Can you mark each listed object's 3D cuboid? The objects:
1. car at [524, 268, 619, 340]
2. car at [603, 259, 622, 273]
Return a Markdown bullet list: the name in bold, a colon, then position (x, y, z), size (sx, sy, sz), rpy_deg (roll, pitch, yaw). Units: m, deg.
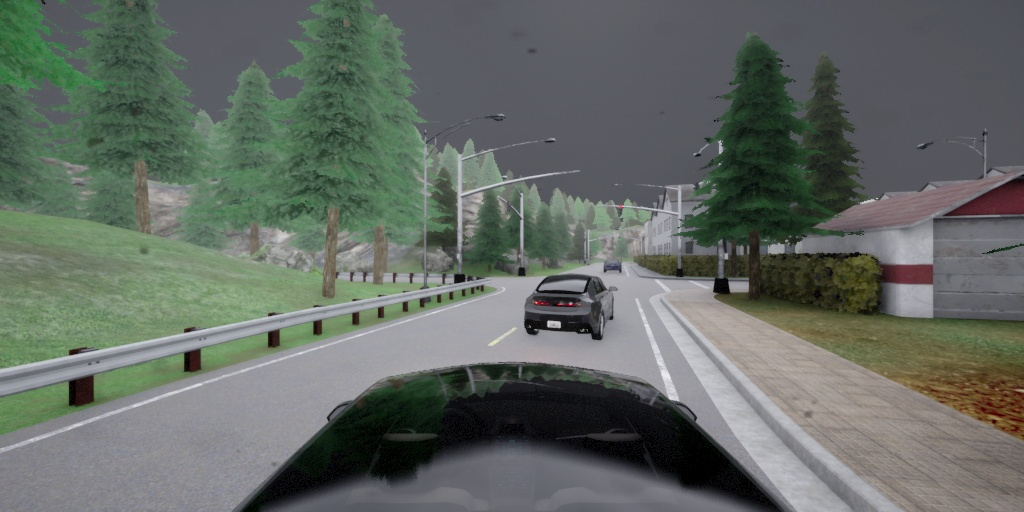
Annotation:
- **car**: position (1.785, 1.255, 10.130), size (1.837, 1.490, 4.892), rpy_deg (0, 0, 21)
- **car**: position (12.395, 1.102, 44.083), size (2.097, 1.767, 4.553), rpy_deg (0, 0, 17)
